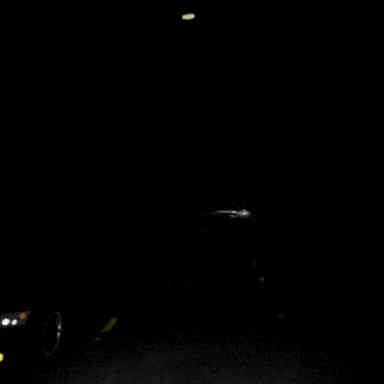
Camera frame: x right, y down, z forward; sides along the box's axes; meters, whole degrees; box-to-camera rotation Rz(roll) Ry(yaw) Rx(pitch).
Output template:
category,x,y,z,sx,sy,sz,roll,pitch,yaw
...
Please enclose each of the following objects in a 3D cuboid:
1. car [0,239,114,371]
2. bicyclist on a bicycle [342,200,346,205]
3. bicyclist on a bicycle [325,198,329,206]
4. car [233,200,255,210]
category,x,y,z,sx,sy,sz,roll,pitch,yaw
car,-2.794,1.559,5.780,1.994,1.385,4.181,0,0,3
bicyclist on a bicycle,35.363,2.307,77.297,1.509,1.612,0.866,2,2,-41
bicyclist on a bicycle,28.798,2.166,70.946,0.582,1.620,1.656,4,1,44
car,7.183,1.775,45.954,1.895,1.301,4.718,2,0,25
